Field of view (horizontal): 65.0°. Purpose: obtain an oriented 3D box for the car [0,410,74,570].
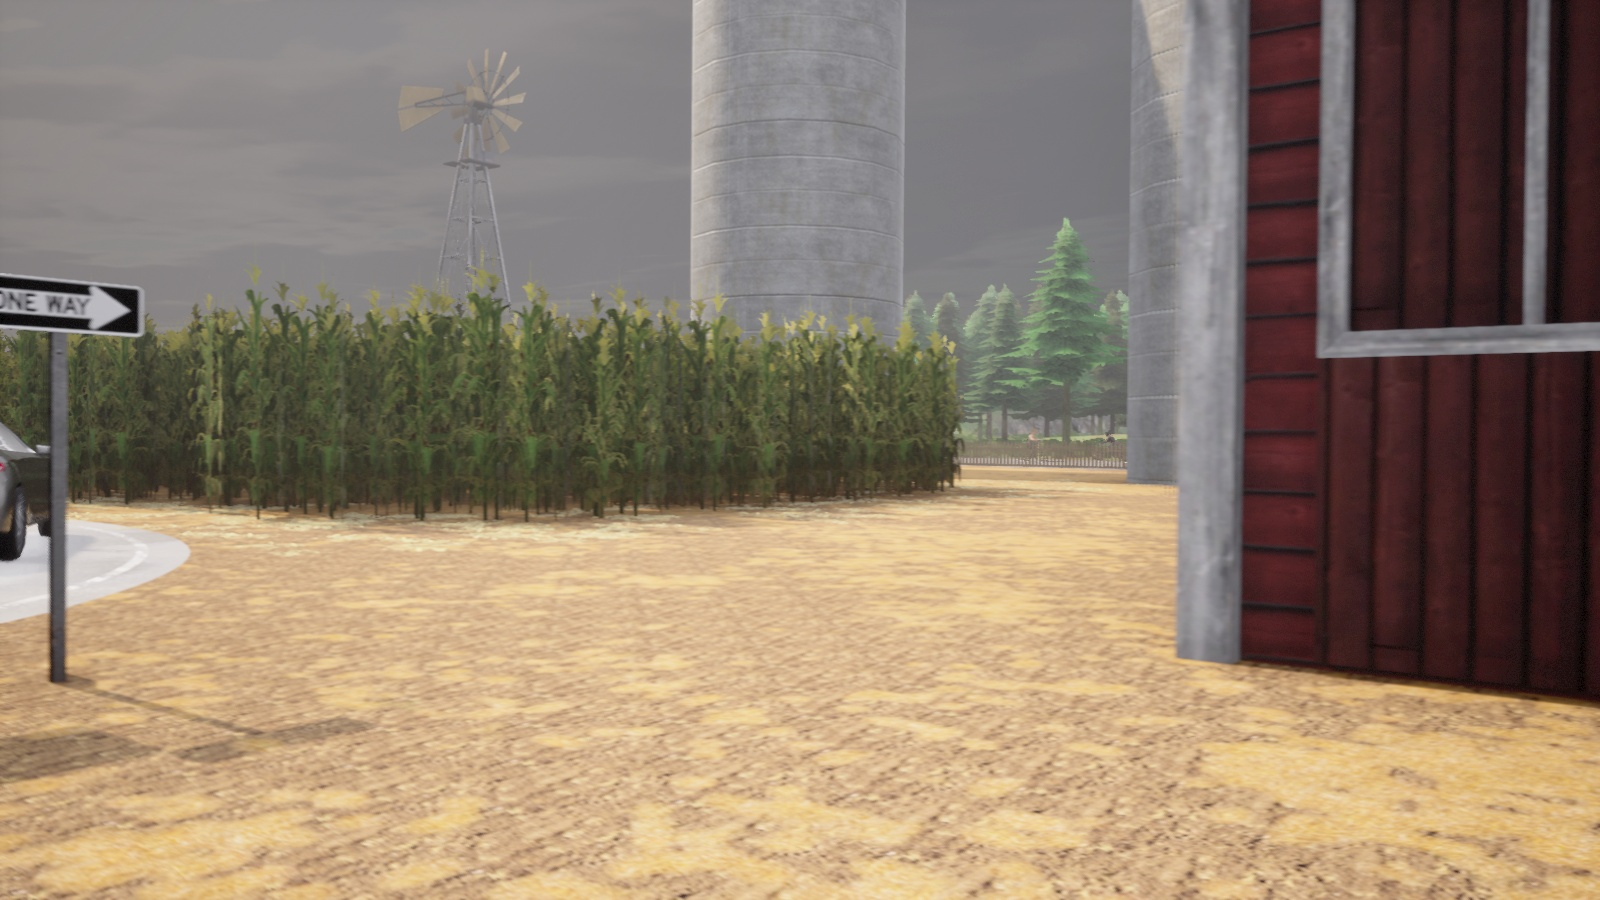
[{"bbox_3d":[-10.156,0.399,14.876,2.152,1.651,5.027,-1,1,-24],"label":"car"}]
